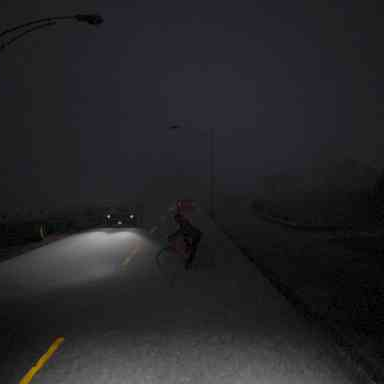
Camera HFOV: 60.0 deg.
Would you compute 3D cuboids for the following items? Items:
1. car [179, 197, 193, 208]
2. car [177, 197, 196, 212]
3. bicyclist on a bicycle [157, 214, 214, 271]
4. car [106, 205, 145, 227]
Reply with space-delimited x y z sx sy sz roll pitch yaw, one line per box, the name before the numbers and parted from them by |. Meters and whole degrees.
car | -0.866 1.476 48.847 1.882 1.535 5.008 0 0 -1
car | -0.643 1.351 38.705 2.097 1.767 4.553 0 0 -1
bicyclist on a bicycle | -0.213 1.442 9.547 1.656 1.620 0.582 -2 0 -1
car | -4.454 1.600 22.693 1.895 1.301 4.718 0 0 -1
